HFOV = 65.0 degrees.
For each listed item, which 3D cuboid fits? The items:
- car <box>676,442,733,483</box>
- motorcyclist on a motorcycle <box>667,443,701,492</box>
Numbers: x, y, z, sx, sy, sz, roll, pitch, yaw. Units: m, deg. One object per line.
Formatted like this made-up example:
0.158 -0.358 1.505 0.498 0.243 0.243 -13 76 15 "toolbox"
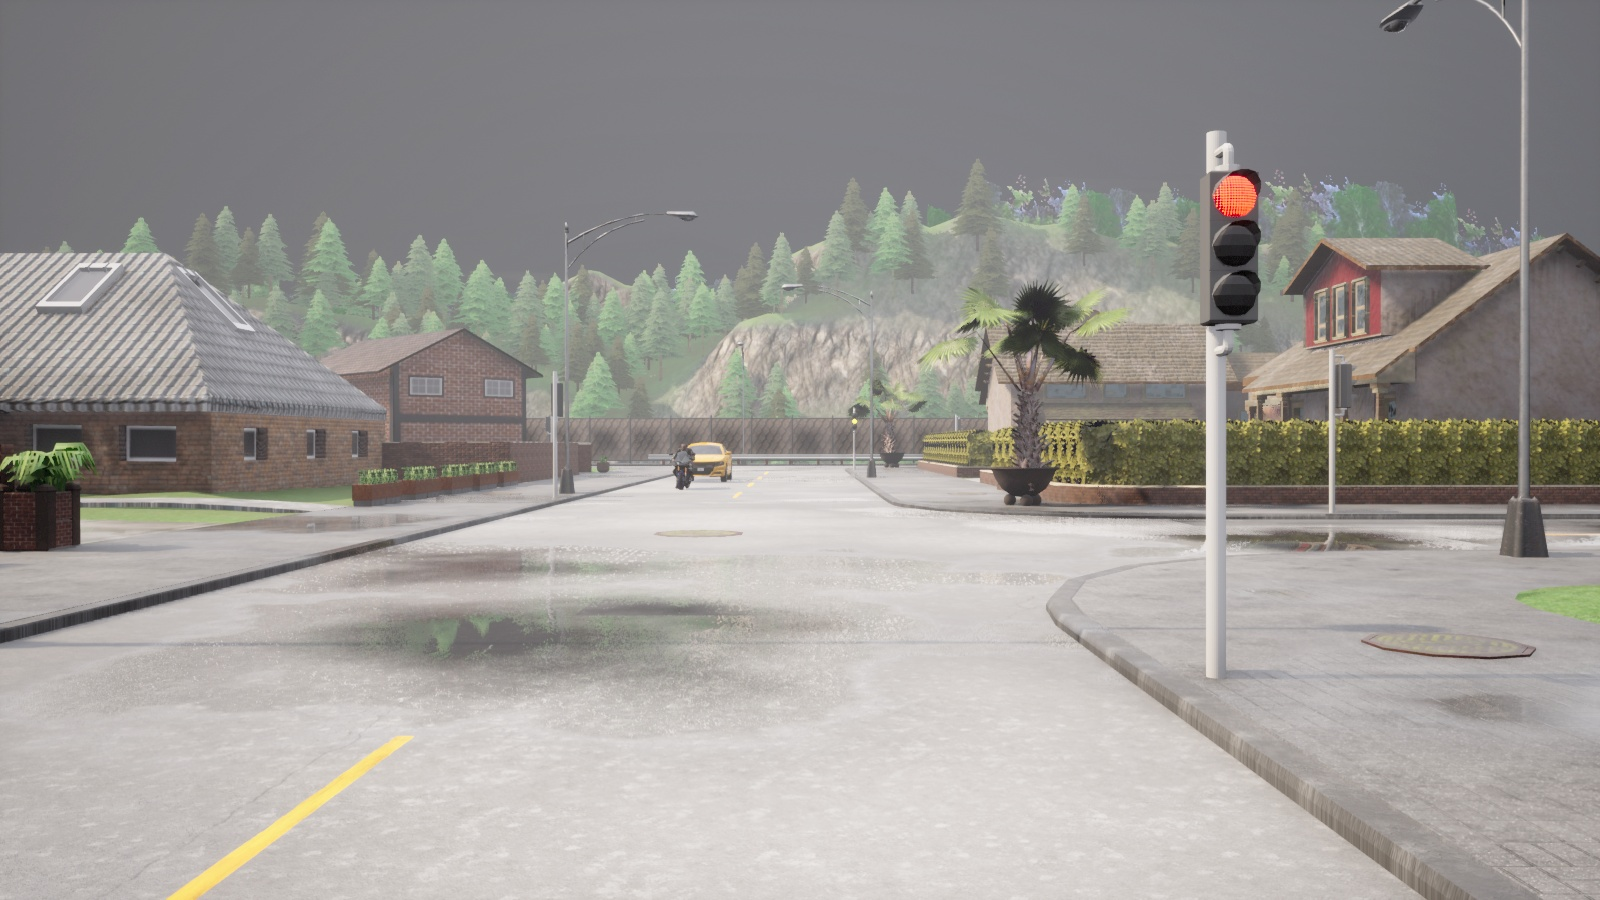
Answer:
-3.719 0.441 49.599 1.882 1.535 5.008 0 0 0 "car"
-3.750 0.549 40.694 0.866 1.530 2.191 0 0 1 "motorcyclist on a motorcycle"
